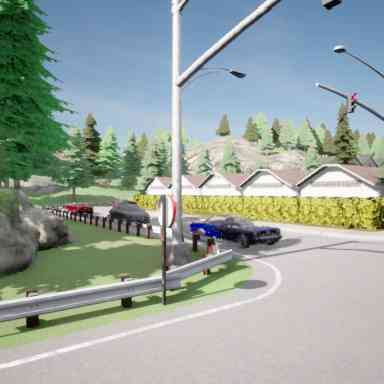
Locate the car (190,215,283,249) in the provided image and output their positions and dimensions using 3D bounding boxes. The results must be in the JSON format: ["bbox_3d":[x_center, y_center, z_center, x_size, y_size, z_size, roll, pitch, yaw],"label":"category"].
[{"bbox_3d":[1.975,1.792,15.884,1.895,1.301,4.718,0,0,-35],"label":"car"}]

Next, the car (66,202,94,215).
[{"bbox_3d":[-12.194,1.792,36.185,1.895,1.301,4.718,0,0,-34],"label":"car"}]

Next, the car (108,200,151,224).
[{"bbox_3d":[-4.912,1.695,25.716,1.837,1.490,4.892,0,0,-35],"label":"car"}]
